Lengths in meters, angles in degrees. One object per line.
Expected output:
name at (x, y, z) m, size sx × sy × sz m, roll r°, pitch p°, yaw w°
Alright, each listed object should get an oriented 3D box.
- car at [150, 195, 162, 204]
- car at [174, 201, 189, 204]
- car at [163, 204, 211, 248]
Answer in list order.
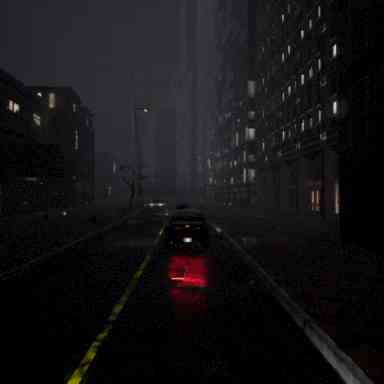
car at (-6.962, 1.362, 64.333) m, size 2.097 × 1.767 × 4.553 m, roll 0°, pitch 0°, yaw -7°
car at (-0.902, 1.528, 29.722) m, size 1.812 × 1.442 × 4.674 m, roll 0°, pitch 0°, yaw -3°
car at (-0.226, 1.517, 14.695) m, size 1.837 × 1.490 × 4.892 m, roll 0°, pitch 0°, yaw -2°
